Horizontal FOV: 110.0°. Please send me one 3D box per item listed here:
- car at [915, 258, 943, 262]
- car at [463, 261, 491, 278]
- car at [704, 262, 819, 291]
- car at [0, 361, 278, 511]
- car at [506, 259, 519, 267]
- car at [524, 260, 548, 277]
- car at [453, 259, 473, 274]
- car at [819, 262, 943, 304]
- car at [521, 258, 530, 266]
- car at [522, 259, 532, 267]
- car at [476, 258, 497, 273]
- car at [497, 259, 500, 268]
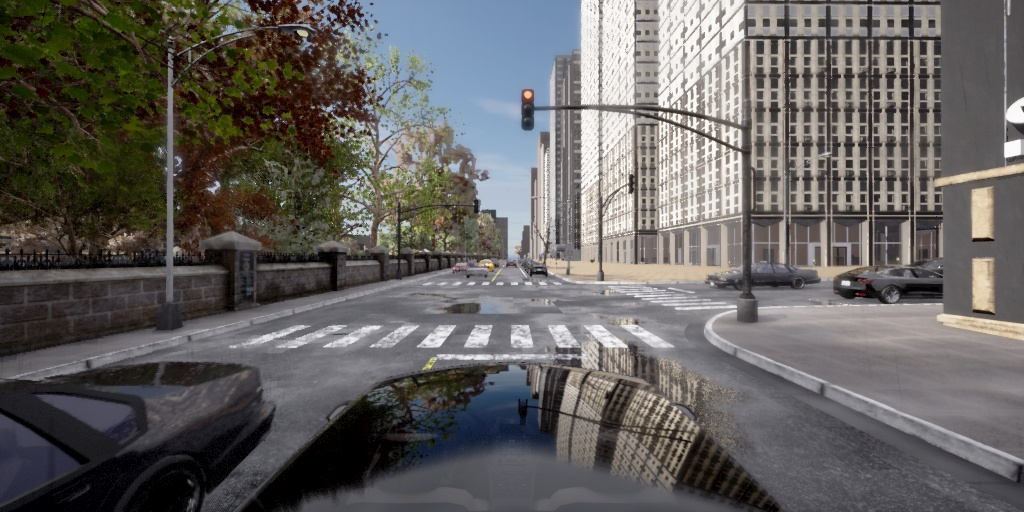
[{"bbox_3d":[23.118,0.846,19.373,4.892,1.490,1.837,-1,0,0],"label":"car"},{"bbox_3d":[-3.205,1.364,33.556,1.895,1.301,4.718,0,0,-3],"label":"car"},{"bbox_3d":[13.389,1.054,19.277,5.357,1.411,2.033,-1,0,-1],"label":"car"},{"bbox_3d":[-3.097,1.297,0.943,2.033,1.411,5.357,0,0,0],"label":"car"},{"bbox_3d":[-0.110,1.321,65.313,1.812,1.442,4.674,0,0,0],"label":"car"},{"bbox_3d":[2.575,1.331,36.049,1.948,1.339,4.313,0,0,0],"label":"car"},{"bbox_3d":[-5.824,1.351,41.654,1.802,1.307,4.207,0,0,0],"label":"car"},{"bbox_3d":[14.647,1.026,13.507,4.313,1.339,1.948,0,0,0],"label":"car"},{"bbox_3d":[2.538,1.340,47.314,1.948,1.339,4.313,0,0,0],"label":"car"},{"bbox_3d":[2.556,1.335,41.682,1.948,1.339,4.313,0,0,0],"label":"car"},{"bbox_3d":[-3.243,1.250,44.753,1.882,1.535,5.008,0,0,0],"label":"car"},{"bbox_3d":[-3.261,1.141,61.848,2.097,1.767,4.553,0,0,0],"label":"car"}]
